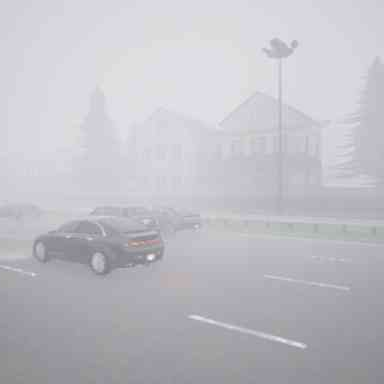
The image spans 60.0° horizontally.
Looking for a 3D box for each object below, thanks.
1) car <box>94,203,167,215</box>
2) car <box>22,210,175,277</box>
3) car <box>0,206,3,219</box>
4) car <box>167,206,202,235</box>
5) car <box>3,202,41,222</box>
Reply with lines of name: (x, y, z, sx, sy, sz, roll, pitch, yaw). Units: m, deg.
car: (-3.671, 1.364, 15.165, 4.553, 1.767, 2.097, 0, 0, 36)
car: (-3.074, 1.515, 10.413, 4.892, 1.490, 1.837, 0, 0, 36)
car: (-15.946, 1.380, 23.919, 4.553, 1.767, 2.097, 0, 0, 36)
car: (-1.745, 1.505, 18.092, 4.902, 1.511, 2.128, 0, 0, 36)
car: (-14.186, 1.522, 26.966, 4.902, 1.511, 2.128, 0, 0, 36)
